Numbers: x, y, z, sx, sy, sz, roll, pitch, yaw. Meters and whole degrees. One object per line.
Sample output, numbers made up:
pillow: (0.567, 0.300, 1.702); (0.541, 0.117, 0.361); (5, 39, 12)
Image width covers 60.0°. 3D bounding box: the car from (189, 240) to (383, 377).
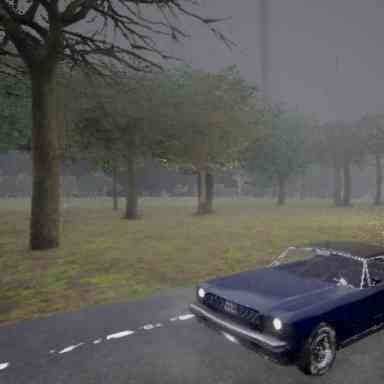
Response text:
car: (2.305, 1.576, 5.622); (4.718, 1.301, 1.895); (0, 0, -35)
